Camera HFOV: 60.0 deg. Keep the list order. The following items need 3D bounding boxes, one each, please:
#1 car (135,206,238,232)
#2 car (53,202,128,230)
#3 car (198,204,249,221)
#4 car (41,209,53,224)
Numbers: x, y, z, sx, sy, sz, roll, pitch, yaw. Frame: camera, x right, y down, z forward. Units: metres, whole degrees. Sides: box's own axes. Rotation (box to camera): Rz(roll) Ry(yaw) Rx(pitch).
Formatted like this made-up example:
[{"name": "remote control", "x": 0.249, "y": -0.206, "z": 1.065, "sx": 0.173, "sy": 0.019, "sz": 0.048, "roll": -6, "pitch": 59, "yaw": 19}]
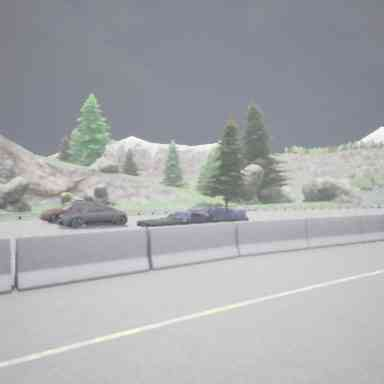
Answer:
[{"name": "car", "x": -0.324, "y": 1.559, "z": 16.155, "sx": 4.718, "sy": 1.301, "sz": 1.895, "roll": 0, "pitch": 0, "yaw": -32}, {"name": "car", "x": -6.123, "y": 1.497, "z": 20.744, "sx": 4.181, "sy": 1.385, "sz": 1.994, "roll": 0, "pitch": 0, "yaw": -32}, {"name": "car", "x": 1.056, "y": 1.496, "z": 21.069, "sx": 5.357, "sy": 1.411, "sz": 2.033, "roll": 0, "pitch": 0, "yaw": -30}, {"name": "car", "x": -8.178, "y": 1.447, "z": 23.587, "sx": 4.674, "sy": 1.442, "sz": 1.812, "roll": 0, "pitch": 0, "yaw": -32}]
